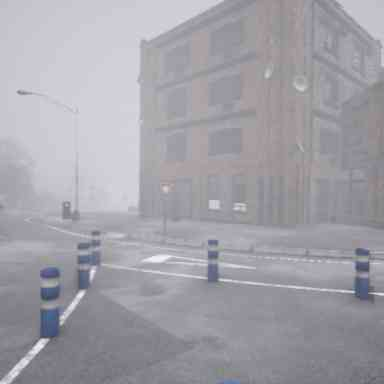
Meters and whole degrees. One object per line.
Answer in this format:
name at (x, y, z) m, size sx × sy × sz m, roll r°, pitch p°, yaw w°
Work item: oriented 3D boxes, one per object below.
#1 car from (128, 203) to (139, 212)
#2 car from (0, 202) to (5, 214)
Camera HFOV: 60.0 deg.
car at (-8.365, 2.479, 51.326) m, size 2.002 × 1.452 × 4.674 m, roll 2°, pitch -3°, yaw 11°
car at (-17.126, 1.162, 27.218) m, size 2.128 × 1.511 × 4.902 m, roll 0°, pitch -1°, yaw -6°
